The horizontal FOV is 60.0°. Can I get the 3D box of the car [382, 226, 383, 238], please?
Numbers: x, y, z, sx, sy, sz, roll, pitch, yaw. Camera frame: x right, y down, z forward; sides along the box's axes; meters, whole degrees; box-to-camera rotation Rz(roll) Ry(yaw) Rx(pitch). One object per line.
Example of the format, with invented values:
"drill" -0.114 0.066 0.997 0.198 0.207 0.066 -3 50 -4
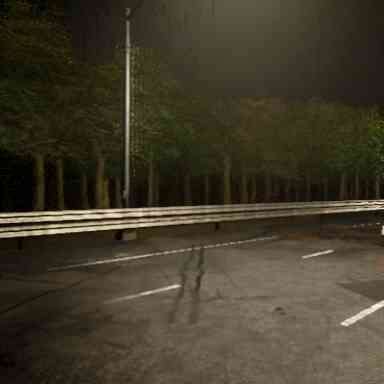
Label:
"car" 9.797 1.557 13.770 4.718 1.301 1.895 0 0 -39
